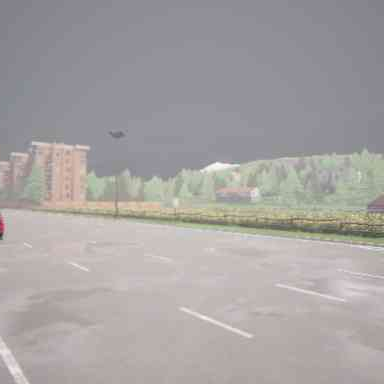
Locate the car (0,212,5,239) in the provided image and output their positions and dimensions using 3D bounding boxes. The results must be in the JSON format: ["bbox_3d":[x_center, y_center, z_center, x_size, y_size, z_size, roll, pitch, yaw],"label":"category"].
[{"bbox_3d":[-13.852,1.967,21.610,2.150,2.045,5.566,2,-3,-41],"label":"car"}]
